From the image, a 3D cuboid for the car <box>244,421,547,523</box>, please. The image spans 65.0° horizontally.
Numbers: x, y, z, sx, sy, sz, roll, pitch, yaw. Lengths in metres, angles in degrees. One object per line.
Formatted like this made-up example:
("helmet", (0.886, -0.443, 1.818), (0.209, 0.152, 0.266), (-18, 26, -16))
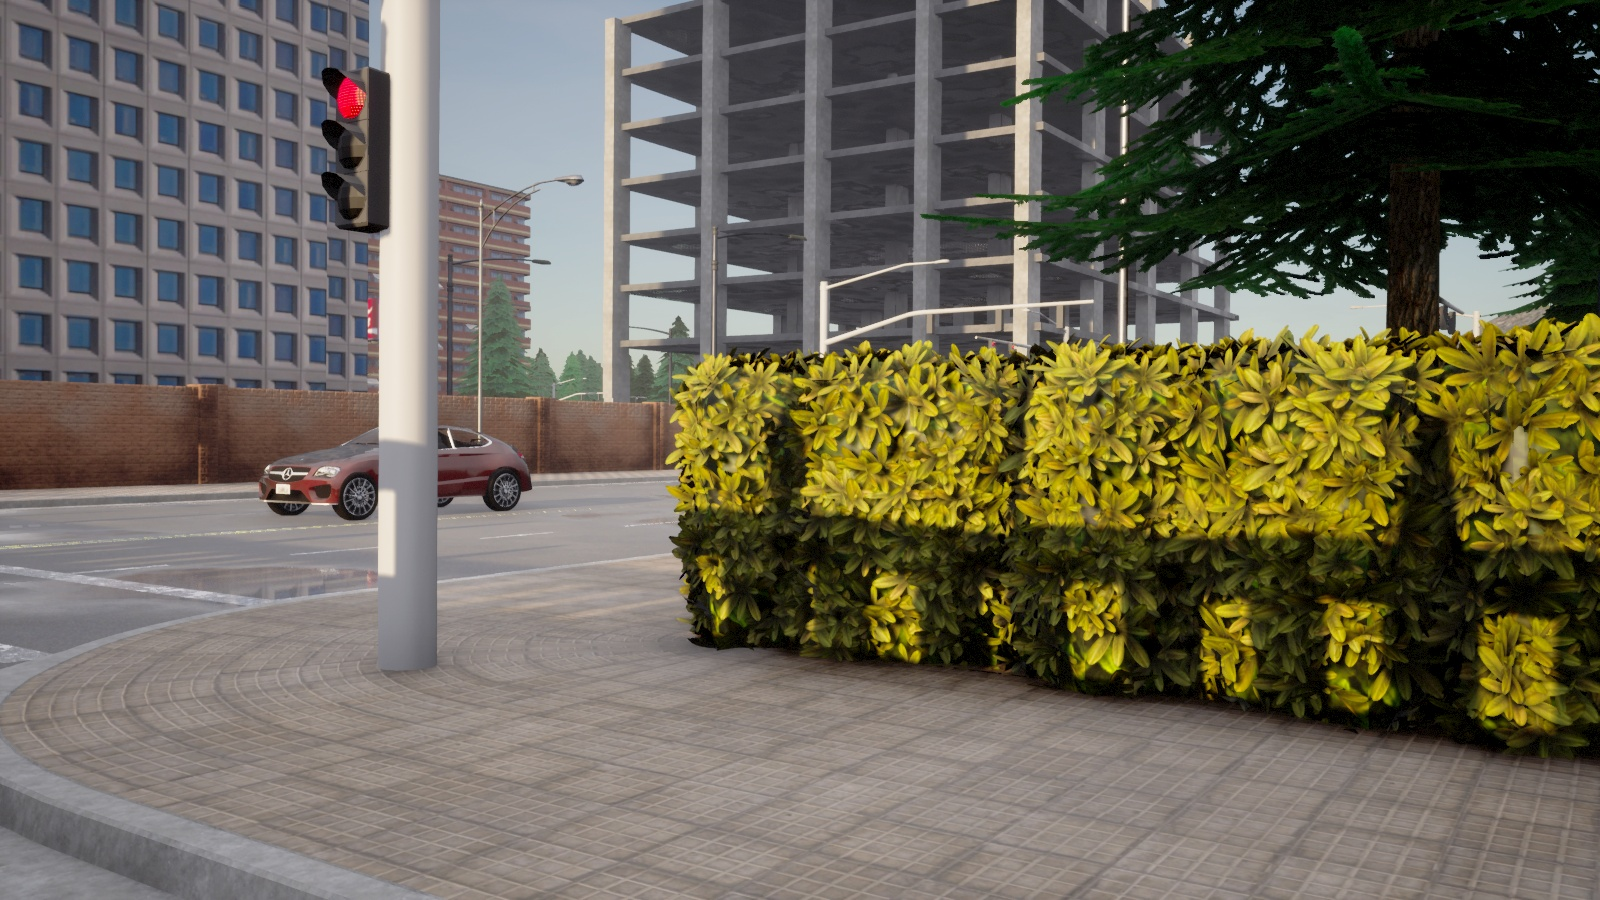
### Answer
("car", (-7.250, 0.316, 23.069), (2.152, 1.651, 5.027), (0, 1, 33))
